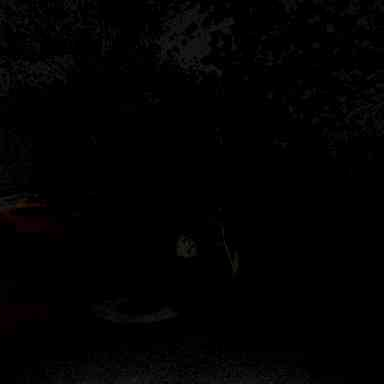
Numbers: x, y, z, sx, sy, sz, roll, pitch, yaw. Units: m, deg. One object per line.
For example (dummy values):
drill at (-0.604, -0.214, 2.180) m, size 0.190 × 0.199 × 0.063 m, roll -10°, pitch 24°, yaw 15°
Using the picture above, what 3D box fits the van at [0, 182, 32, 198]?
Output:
van at (-22.483, -0.262, 41.353) m, size 4.442 × 1.987 × 1.878 m, roll 1°, pitch 2°, yaw -31°

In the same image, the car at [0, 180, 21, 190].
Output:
car at (-39.365, -1.472, 70.128) m, size 5.566 × 2.045 × 2.435 m, roll 1°, pitch 1°, yaw -31°

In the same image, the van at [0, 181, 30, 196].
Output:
van at (-25.111, -0.458, 46.250) m, size 4.442 × 1.987 × 1.878 m, roll 1°, pitch 2°, yaw -31°

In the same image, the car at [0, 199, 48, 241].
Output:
car at (-7.012, 1.266, 15.316) m, size 5.008 × 1.535 × 2.097 m, roll 1°, pitch 2°, yaw -31°

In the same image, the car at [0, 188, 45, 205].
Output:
car at (-16.810, 0.445, 31.884) m, size 4.792 × 1.488 × 2.163 m, roll 1°, pitch 2°, yaw -31°

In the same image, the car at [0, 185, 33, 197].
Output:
car at (-23.807, -0.136, 43.814) m, size 5.008 × 1.535 × 2.097 m, roll 1°, pitch 1°, yaw -31°

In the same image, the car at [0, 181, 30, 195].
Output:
car at (-28.048, -0.682, 50.944) m, size 5.566 × 2.045 × 2.435 m, roll 1°, pitch 1°, yaw -31°

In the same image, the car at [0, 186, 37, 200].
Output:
car at (-20.976, 0.099, 39.060) m, size 4.792 × 1.488 × 2.163 m, roll 1°, pitch 2°, yaw -31°

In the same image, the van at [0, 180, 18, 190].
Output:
van at (-40.648, -1.542, 72.587) m, size 4.442 × 1.987 × 1.878 m, roll 1°, pitch 1°, yaw -31°

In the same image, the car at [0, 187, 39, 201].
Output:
car at (-19.636, 0.204, 36.789) m, size 4.792 × 1.488 × 2.163 m, roll 1°, pitch 2°, yaw -31°

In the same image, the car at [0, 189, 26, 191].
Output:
car at (-12.728, 0.776, 24.654) m, size 5.366 × 1.575 × 1.946 m, roll 1°, pitch 2°, yaw -31°

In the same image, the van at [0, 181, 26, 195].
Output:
van at (-26.718, -0.560, 48.516) m, size 4.442 × 1.987 × 1.878 m, roll 1°, pitch 1°, yaw -31°

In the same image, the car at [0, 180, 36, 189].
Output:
car at (-15.346, 0.287, 29.522) m, size 5.566 × 2.045 × 2.435 m, roll 1°, pitch 2°, yaw -31°

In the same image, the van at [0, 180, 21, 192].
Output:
van at (-35.021, -1.149, 63.049) m, size 4.442 × 1.987 × 1.878 m, roll 1°, pitch 1°, yaw -31°

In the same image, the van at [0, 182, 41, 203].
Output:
van at (-18.145, 0.067, 34.441) m, size 4.442 × 1.987 × 1.878 m, roll 1°, pitch 2°, yaw -31°

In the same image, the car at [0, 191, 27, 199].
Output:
car at (-8.383, 1.019, 17.716) m, size 4.553 × 1.767 × 2.185 m, roll 1°, pitch 2°, yaw -31°
